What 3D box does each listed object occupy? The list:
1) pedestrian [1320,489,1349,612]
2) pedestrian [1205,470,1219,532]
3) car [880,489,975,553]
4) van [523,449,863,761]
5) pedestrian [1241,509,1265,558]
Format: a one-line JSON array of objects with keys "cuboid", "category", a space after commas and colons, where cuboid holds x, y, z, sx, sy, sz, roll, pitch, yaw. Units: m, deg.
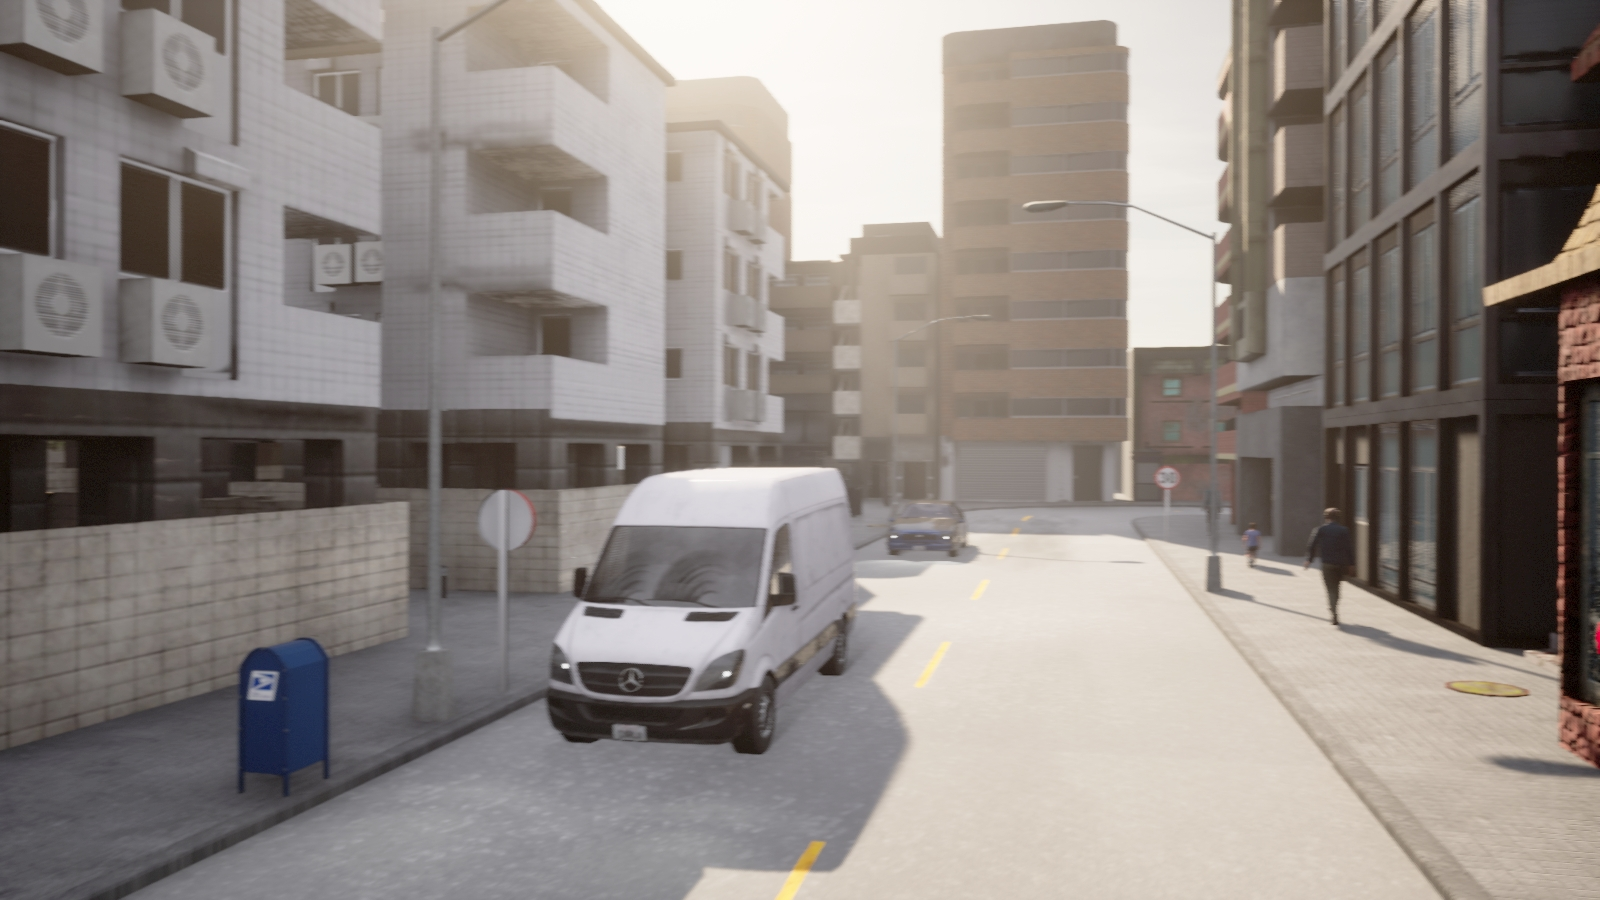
[{"cuboid": [8.262, 1.547, 17.667, 0.375, 1.860, 0.375, 0, 0, 19], "category": "pedestrian"}, {"cuboid": [12.626, 1.560, 34.988, 0.375, 1.860, 0.375, 0, 0, 24], "category": "pedestrian"}, {"cuboid": [3.634, 1.892, 31.730, 2.033, 1.411, 5.357, 0, 0, 13], "category": "car"}, {"cuboid": [-0.796, 1.306, 12.722, 1.988, 2.561, 5.915, 0, 1, 13], "category": "van"}, {"cuboid": [10.491, 1.932, 26.476, 0.500, 1.100, 0.500, 0, 0, 19], "category": "pedestrian"}]
